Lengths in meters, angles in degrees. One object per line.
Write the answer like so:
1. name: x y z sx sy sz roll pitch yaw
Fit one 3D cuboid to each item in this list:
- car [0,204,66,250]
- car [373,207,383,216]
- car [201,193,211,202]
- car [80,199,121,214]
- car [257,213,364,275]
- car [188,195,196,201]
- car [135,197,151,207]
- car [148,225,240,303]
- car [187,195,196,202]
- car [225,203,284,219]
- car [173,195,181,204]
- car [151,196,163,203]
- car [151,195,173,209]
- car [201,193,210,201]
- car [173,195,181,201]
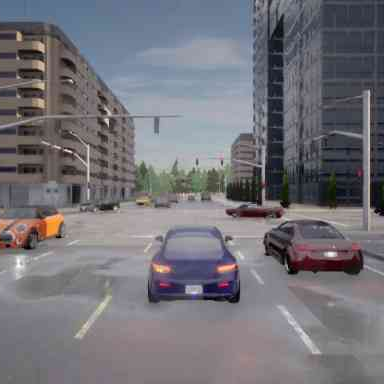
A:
1. car: -7.138 1.351 14.200 2.097 1.767 4.553 0 0 0
2. car: 19.459 1.655 30.678 4.718 1.301 1.895 0 0 0
3. car: 3.350 1.353 77.639 2.097 1.767 4.553 0 0 1
4. car: -9.934 1.522 36.400 2.128 1.511 4.902 1 0 31
5. car: 3.556 1.564 10.496 1.994 1.385 4.181 0 0 0
6. car: -0.041 1.522 87.775 2.128 1.511 4.902 0 0 1
7. car: -7.490 1.476 51.016 1.882 1.535 5.008 0 0 0
8. car: 0.047 1.525 8.073 1.812 1.442 4.674 0 0 0
9. car: -0.151 1.537 77.431 2.033 1.411 5.357 0 0 1
10. car: 5.286 1.627 27.866 4.718 1.301 1.895 0 0 22
11. car: -3.824 1.349 65.146 2.097 1.767 4.553 0 0 1
12. car: -7.247 1.504 68.980 1.837 1.490 4.892 0 0 1
13. car: -3.968 1.476 44.868 1.882 1.535 5.008 0 0 0
14. car: 3.459 1.222 87.802 2.150 2.045 5.566 0 0 1
15. car: -3.616 1.352 80.826 1.812 1.442 4.674 0 0 1
